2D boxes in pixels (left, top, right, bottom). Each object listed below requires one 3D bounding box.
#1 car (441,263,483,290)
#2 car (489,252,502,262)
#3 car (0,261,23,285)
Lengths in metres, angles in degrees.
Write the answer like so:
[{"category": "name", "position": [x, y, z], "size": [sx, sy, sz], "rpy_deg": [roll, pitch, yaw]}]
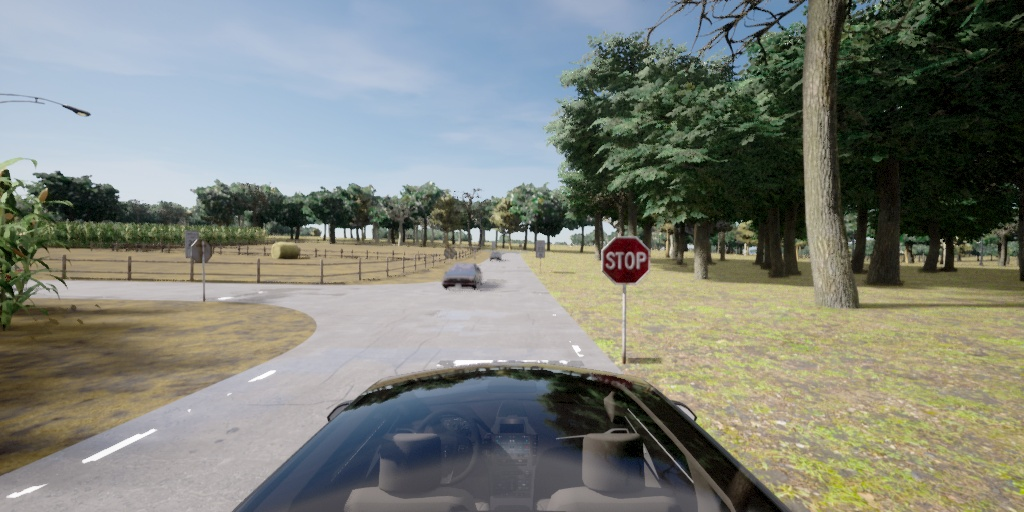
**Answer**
[{"category": "car", "position": [-2.704, 1.110, 20.742], "size": [2.033, 1.411, 5.357], "rpy_deg": [1, 0, 0]}, {"category": "car", "position": [-2.621, 0.063, 57.903], "size": [1.837, 1.490, 4.892], "rpy_deg": [0, 2, 0]}, {"category": "car", "position": [-25.039, 0.430, 15.539], "size": [5.566, 2.045, 2.150], "rpy_deg": [1, 1, 0]}]
